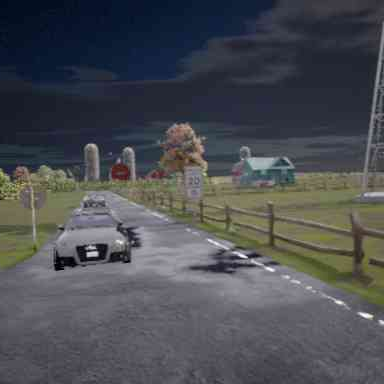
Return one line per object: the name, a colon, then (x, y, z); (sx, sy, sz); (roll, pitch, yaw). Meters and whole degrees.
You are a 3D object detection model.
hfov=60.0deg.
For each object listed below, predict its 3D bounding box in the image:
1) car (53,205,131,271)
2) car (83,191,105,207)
car: (-3.091, 1.356, 10.357); (1.994, 1.385, 4.181); (-3, 2, -16)
car: (-10.197, 0.659, 34.656); (2.097, 1.767, 4.553); (-3, 2, -16)
